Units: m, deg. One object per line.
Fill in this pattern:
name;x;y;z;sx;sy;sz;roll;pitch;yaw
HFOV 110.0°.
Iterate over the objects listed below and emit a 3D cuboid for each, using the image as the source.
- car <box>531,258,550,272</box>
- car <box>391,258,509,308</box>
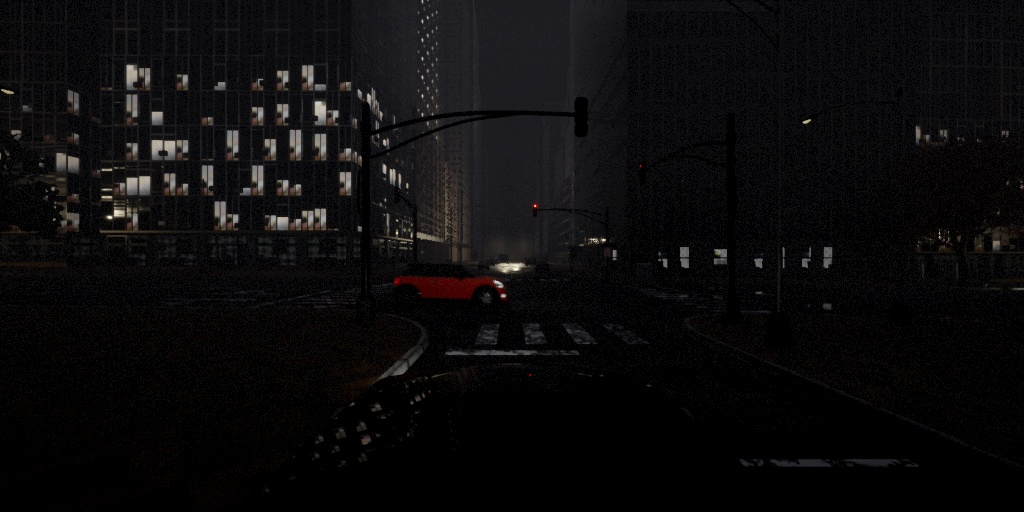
car;3.880;1.329;46.591;1.948;1.339;4.313;0;0;0
car;-2.445;1.081;14.720;4.553;1.767;2.097;1;0;-3
